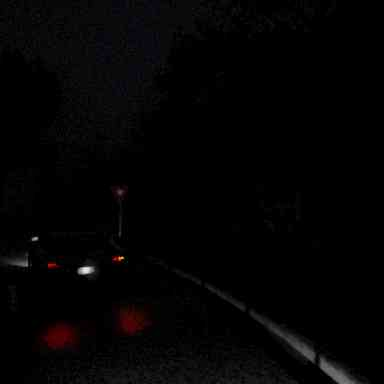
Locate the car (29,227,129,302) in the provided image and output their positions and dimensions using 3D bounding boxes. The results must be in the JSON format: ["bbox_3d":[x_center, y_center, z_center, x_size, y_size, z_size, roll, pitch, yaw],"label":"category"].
[{"bbox_3d":[-3.081,1.587,8.593,1.994,1.385,4.181,0,0,-27],"label":"car"}]

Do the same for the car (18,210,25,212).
[{"bbox_3d":[-39.137,4.939,76.451,2.128,1.511,4.902,0,-5,-23],"label":"car"}]
